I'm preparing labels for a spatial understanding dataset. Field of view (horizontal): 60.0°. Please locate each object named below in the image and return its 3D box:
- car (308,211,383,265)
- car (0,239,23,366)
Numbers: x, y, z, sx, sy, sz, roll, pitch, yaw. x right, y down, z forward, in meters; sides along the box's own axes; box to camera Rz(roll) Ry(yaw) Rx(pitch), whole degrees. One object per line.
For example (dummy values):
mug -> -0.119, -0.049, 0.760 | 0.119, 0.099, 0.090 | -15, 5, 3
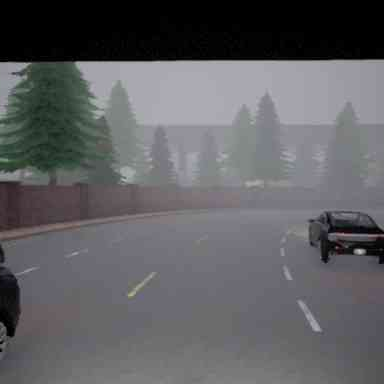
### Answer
car -> 5.188, 1.399, 11.477 | 2.128, 1.511, 4.902 | 0, 0, 14
car -> -3.338, 1.466, 2.588 | 2.128, 1.511, 4.902 | 0, 0, 3
